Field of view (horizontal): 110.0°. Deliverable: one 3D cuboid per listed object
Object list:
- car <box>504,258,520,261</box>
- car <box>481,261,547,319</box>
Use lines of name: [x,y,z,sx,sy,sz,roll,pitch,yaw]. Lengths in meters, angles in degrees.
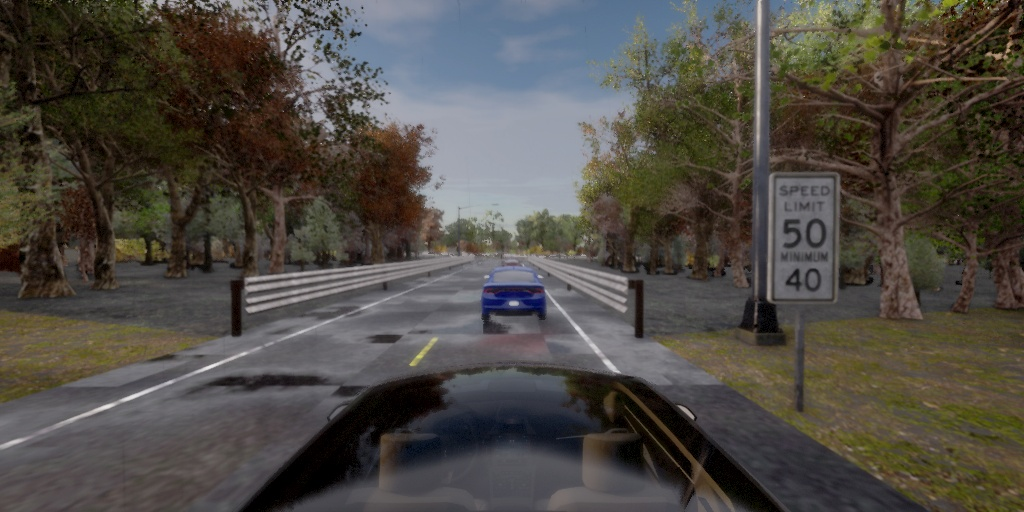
car: [-0.009,0.885,32.379,1.812,1.442,4.674,0,1,0]
car: [0.052,1.095,12.125,1.882,1.535,5.008,0,1,0]
